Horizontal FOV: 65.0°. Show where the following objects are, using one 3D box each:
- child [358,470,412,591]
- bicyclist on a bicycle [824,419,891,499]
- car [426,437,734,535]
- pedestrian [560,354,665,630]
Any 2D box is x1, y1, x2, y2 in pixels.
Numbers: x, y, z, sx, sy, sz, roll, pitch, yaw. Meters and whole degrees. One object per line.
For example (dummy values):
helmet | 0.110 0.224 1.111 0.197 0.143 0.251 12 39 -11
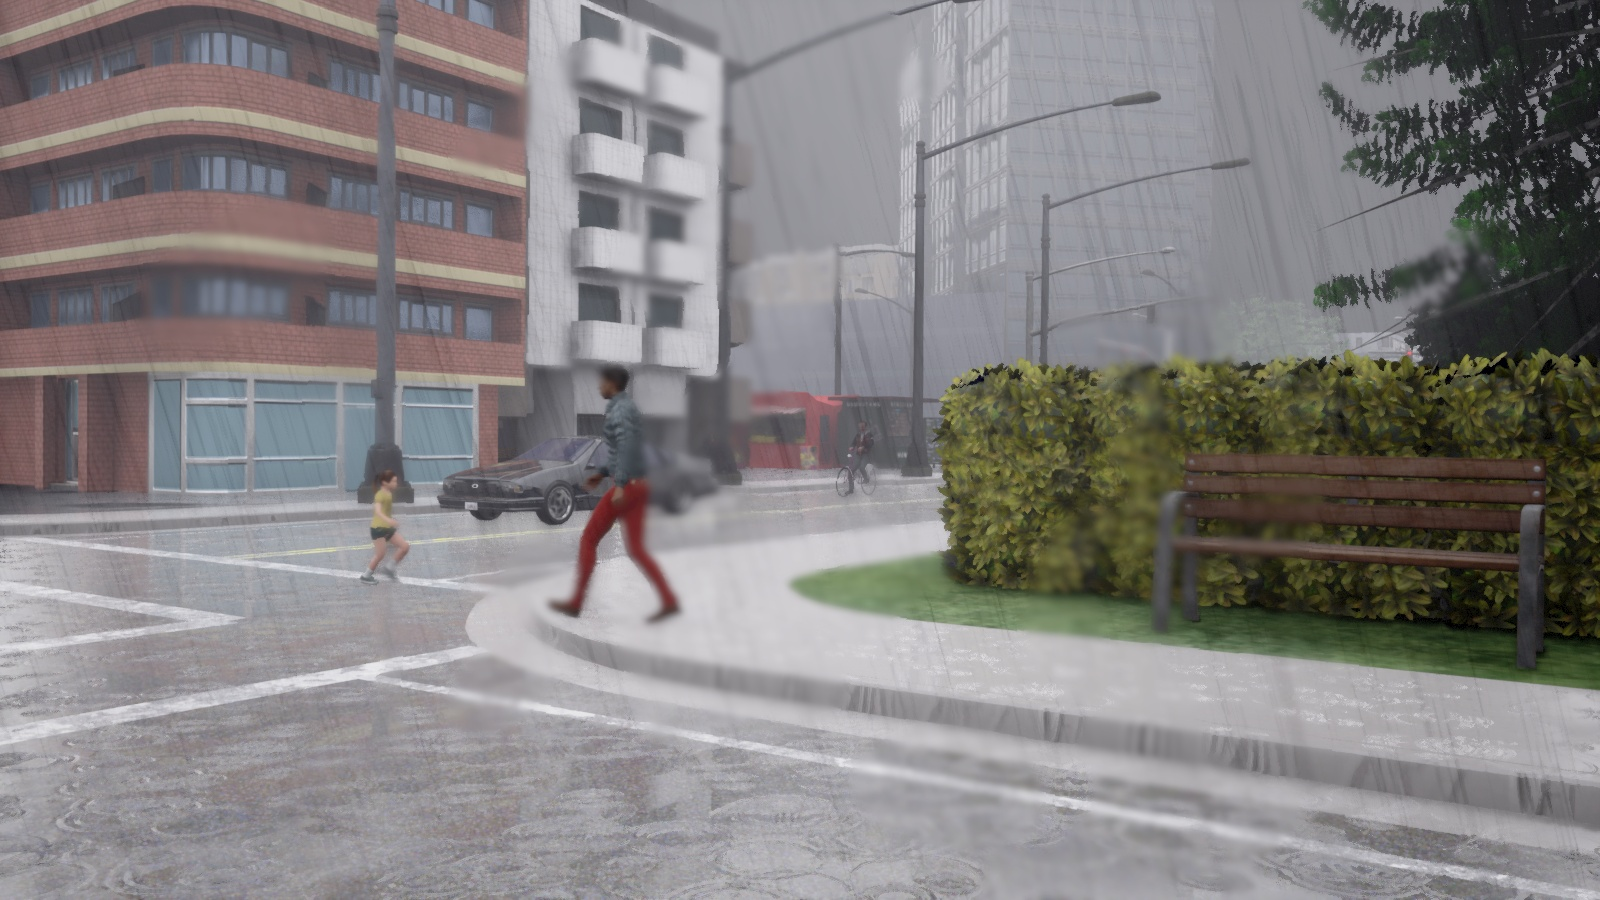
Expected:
child | -3.861 0.745 11.687 0.394 1.110 0.255 0 1 3
bicyclist on a bicycle | 1.338 0.196 28.807 0.659 1.776 1.843 0 1 34
car | -3.556 0.517 21.508 2.033 1.411 5.357 0 1 34
pedestrian | -1.281 0.282 8.601 0.614 1.847 0.353 0 1 9
